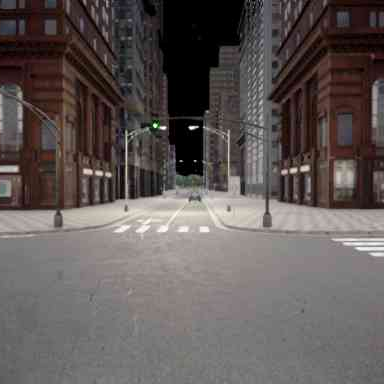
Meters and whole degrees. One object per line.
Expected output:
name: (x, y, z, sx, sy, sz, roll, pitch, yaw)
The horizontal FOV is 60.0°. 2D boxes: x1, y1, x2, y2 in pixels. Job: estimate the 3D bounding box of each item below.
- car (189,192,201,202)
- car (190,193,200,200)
car: (0.502, 0.784, 56.286, 2.097, 1.767, 4.553, 0, 1, 1)
car: (0.658, 0.933, 66.353, 1.895, 1.301, 4.718, 0, 1, 1)
